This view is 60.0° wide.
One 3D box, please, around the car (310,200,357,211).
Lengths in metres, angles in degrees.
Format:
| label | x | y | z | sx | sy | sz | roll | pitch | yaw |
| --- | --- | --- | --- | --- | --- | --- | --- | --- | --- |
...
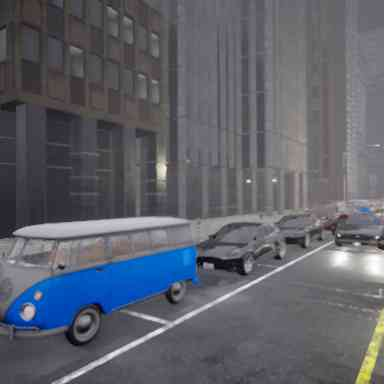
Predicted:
| label | x | y | z | sx | sy | sz | roll | pitch | yaw |
| --- | --- | --- | --- | --- | --- | --- | --- | --- | --- |
| car | 8.186 | 1.498 | 20.183 | 2.192 | 1.841 | 5.009 | -1 | -1 | 35 |

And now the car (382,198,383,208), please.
| label | x | y | z | sx | sy | sz | roll | pitch | yaw |
| --- | --- | --- | --- | --- | --- | --- | --- | --- | --- |
| car | 24.373 | 1.794 | 43.254 | 1.967 | 1.590 | 4.097 | -1 | -1 | 35 |

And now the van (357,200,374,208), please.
| label | x | y | z | sx | sy | sz | roll | pitch | yaw |
| --- | --- | --- | --- | --- | --- | --- | --- | --- | --- |
| van | 14.661 | 1.592 | 29.412 | 1.690 | 1.788 | 3.998 | -1 | -1 | 35 |

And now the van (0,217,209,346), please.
| label | x | y | z | sx | sy | sz | roll | pitch | yaw |
| --- | --- | --- | --- | --- | --- | --- | --- | --- | --- |
| van | -1.525 | 1.422 | 6.340 | 1.690 | 1.788 | 3.998 | -1 | -1 | 35 |

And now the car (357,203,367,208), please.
| label | x | y | z | sx | sy | sz | roll | pitch | yaw |
| --- | --- | --- | --- | --- | --- | --- | --- | --- | --- |
| car | 11.425 | 1.761 | 24.795 | 1.887 | 1.381 | 4.507 | -1 | -1 | 35 |

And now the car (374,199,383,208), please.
| label | x | y | z | sx | sy | sz | roll | pitch | yaw |
| --- | --- | --- | --- | --- | --- | --- | --- | --- | --- |
| car | 17.899 | 1.725 | 34.025 | 1.967 | 1.590 | 4.097 | -1 | -1 | 35 |

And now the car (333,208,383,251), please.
| label | x | y | z | sx | sy | sz | roll | pitch | yaw |
| --- | --- | --- | --- | --- | --- | --- | --- | --- | --- |
| car | 8.013 | 1.677 | 15.285 | 2.033 | 1.411 | 5.357 | -1 | -1 | 35 |

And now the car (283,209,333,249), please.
| label | x | y | z | sx | sy | sz | roll | pitch | yaw |
| --- | --- | --- | --- | --- | --- | --- | --- | --- | --- |
| car | 4.951 | 1.714 | 15.566 | 1.947 | 1.339 | 4.313 | -1 | -1 | 35 |

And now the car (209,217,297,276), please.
| label | x | y | z | sx | sy | sz | roll | pitch | yaw |
| --- | --- | --- | --- | --- | --- | --- | --- | --- | --- |
| car | 1.714 | 1.680 | 10.952 | 1.947 | 1.339 | 4.313 | -1 | -1 | 35 |
